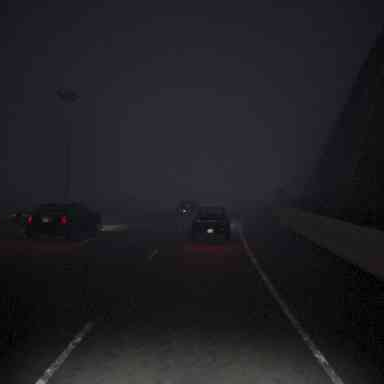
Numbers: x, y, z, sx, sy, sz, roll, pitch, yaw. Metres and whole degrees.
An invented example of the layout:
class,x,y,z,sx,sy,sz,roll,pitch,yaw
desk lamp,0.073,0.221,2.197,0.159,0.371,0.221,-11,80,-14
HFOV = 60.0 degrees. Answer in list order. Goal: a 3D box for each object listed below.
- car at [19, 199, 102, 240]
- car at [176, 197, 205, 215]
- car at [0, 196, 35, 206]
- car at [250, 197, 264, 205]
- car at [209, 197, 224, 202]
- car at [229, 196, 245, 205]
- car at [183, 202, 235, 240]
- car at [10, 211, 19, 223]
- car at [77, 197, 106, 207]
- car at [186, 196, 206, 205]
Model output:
class,x,y,z,sx,sy,sz,roll,pitch,yaw
car,-6.204,1.273,16.759,2.097,1.767,4.553,1,0,6
car,-0.242,1.500,32.807,1.837,1.490,4.892,0,0,11
car,-25.504,1.280,48.623,1.895,1.301,4.718,1,0,14
car,12.209,1.715,62.230,1.994,1.385,4.181,1,0,22
car,4.697,1.581,62.678,1.812,1.442,4.674,0,0,22
car,8.544,1.456,62.496,2.097,1.767,4.553,1,0,22
car,1.039,1.504,17.039,2.128,1.511,4.902,1,0,6
car,-9.324,1.427,21.627,2.033,1.411,5.357,1,0,8
car,-14.614,1.442,48.758,1.895,1.301,4.718,1,0,15
car,0.804,1.553,62.626,2.033,1.411,5.357,1,0,22
